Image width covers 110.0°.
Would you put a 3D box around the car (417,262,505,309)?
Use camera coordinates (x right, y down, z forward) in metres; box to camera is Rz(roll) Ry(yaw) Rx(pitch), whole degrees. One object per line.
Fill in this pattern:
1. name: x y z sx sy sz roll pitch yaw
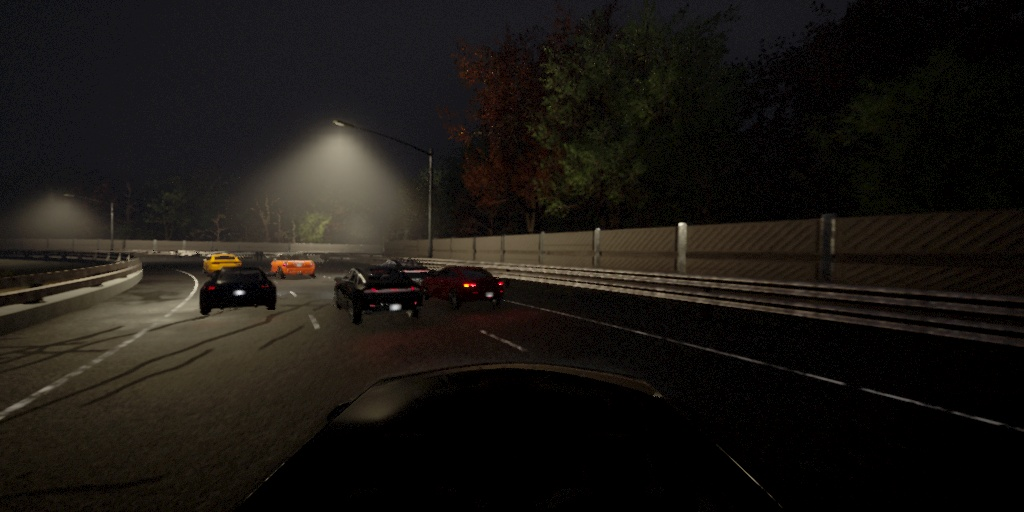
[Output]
1. car: -2.018 1.098 13.972 1.812 1.442 4.674 0 0 -34

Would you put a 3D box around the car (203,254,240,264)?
1. car: -21.424 0.619 26.534 1.882 1.535 5.008 0 1 -45

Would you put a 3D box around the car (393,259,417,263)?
1. car: -6.226 0.931 19.915 2.128 1.511 4.902 0 1 -38

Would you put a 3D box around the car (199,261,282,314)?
1. car: -9.421 1.048 12.502 1.994 1.385 4.181 0 1 -35

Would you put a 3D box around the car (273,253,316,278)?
1. car: -15.715 0.585 25.648 2.097 1.767 4.553 0 1 -42

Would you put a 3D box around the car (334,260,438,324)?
1. car: -4.324 1.063 11.266 2.128 1.511 4.902 0 1 -33
